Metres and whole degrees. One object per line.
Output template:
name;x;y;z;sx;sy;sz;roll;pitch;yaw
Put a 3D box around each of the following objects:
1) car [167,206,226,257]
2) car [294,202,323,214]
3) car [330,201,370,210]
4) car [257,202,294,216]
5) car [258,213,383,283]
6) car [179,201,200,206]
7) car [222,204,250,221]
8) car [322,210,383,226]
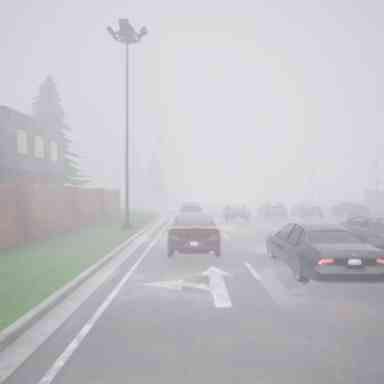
car;0.079;1.522;13.195;1.882;1.535;5.008;0;0;0
car;10.578;1.629;30.672;1.812;1.442;4.674;0;0;0
car;14.081;1.606;29.948;1.837;1.490;4.892;0;0;0
car;7.081;1.592;29.650;2.128;1.511;4.902;0;0;0
car;3.564;1.581;9.761;2.033;1.411;5.357;0;0;0
car;-0.205;1.583;31.213;1.882;1.535;5.008;0;0;-4
car;3.575;1.696;28.007;1.895;1.301;4.718;0;0;0
car;7.080;1.609;13.154;1.994;1.385;4.181;0;0;0
